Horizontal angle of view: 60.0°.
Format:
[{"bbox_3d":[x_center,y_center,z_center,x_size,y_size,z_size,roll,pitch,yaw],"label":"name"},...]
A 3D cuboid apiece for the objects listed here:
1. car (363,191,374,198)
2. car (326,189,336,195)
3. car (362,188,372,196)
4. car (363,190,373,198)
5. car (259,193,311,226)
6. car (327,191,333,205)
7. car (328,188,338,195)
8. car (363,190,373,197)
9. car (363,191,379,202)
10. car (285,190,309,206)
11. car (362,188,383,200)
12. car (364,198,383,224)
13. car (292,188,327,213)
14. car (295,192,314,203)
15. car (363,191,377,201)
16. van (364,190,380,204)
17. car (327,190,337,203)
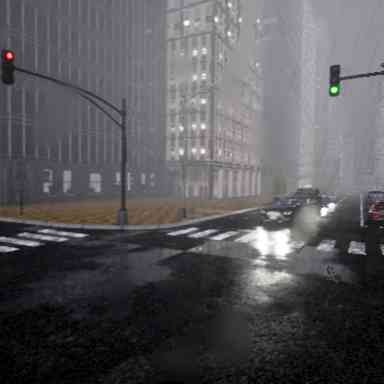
[{"bbox_3d":[34.329,0.518,64.685,1.802,1.307,4.206,1,1,27],"label":"car"},{"bbox_3d":[34.815,0.013,83.001,2.008,1.369,4.403,1,1,27],"label":"car"},{"bbox_3d":[44.356,-0.084,84.370,2.192,1.841,5.009,1,1,27],"label":"car"},{"bbox_3d":[36.912,0.376,69.758,1.752,1.417,4.829,1,1,27],"label":"car"},{"bbox_3d":[5.446,1.066,19.866,2.128,1.511,4.902,2,2,27],"label":"car"},{"bbox_3d":[14.371,0.885,37.379,1.895,1.301,4.718,2,2,27],"label":"car"},{"bbox_3d":[37.322,-0.182,87.922,1.967,1.590,4.097,1,1,27],"label":"car"},{"bbox_3d":[39.341,0.314,74.529,1.887,1.381,4.507,1,1,27],"label":"car"},{"bbox_3d":[26.811,0.626,49.914,1.967,1.590,4.097,1,1,27],"label":"car"},{"bbox_3d":[12.260,0.651,38.695,1.967,1.590,4.097,1,1,27],"label":"car"},{"bbox_3d":[16.776,0.831,30.227,2.192,1.841,5.009,1,1,27],"label":"car"},{"bbox_3d":[11.743,1.260,20.396,1.802,1.307,4.206,1,1,27],"label":"car"},{"bbox_3d":[9.931,0.651,28.651,2.150,2.045,5.566,2,2,27],"label":"car"},{"bbox_3d":[14.765,0.710,43.620,1.802,1.307,4.206,1,1,27],"label":"car"},{"bbox_3d":[29.316,0.648,54.839,1.887,1.381,4.507,1,1,27],"label":"car"},{"bbox_3d":[24.305,0.610,44.990,1.690,1.788,3.998,1,1,27],"label":"van"},{"bbox_3d":[18.885,0.739,46.165,1.895,1.301,4.718,2,2,27],"label":"car"}]
